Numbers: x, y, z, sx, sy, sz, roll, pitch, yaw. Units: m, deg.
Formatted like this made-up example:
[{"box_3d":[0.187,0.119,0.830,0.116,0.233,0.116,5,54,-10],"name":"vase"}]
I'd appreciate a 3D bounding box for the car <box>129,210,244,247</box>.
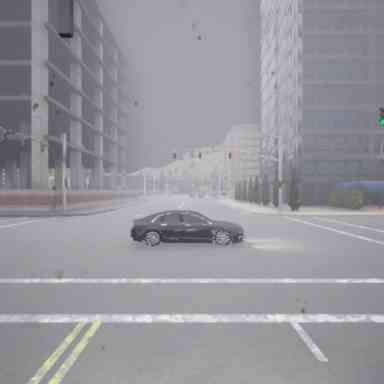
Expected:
[{"box_3d":[-0.221,1.564,14.458,4.892,1.490,1.837,0,0,-1],"name":"car"}]
